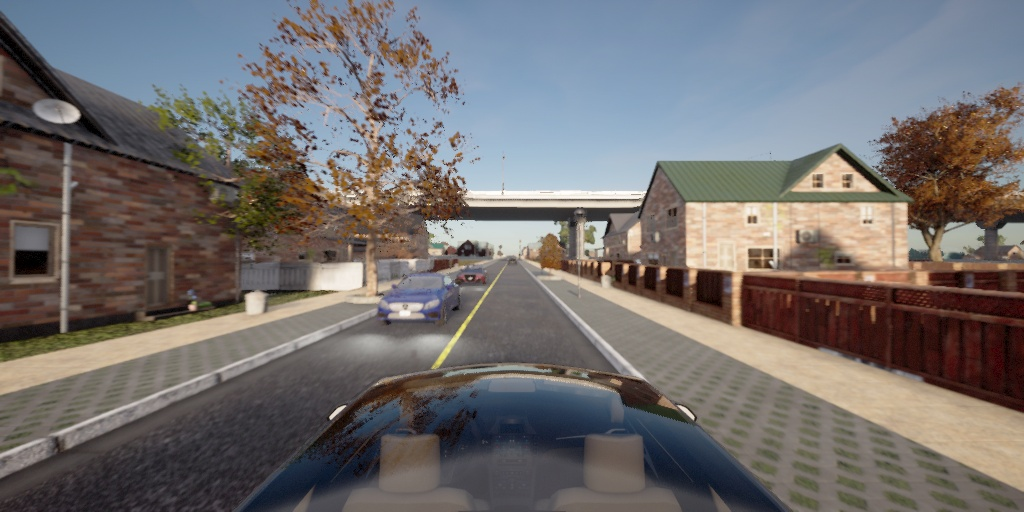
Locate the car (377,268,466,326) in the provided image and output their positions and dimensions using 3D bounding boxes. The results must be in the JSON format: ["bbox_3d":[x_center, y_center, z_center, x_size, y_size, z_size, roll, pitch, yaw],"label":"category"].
[{"bbox_3d":[-2.827,1.267,11.811,1.812,1.442,4.674,0,0,0],"label":"car"}]

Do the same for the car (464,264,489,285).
[{"bbox_3d":[-2.748,1.290,25.709,1.994,1.385,4.181,0,0,0],"label":"car"}]
